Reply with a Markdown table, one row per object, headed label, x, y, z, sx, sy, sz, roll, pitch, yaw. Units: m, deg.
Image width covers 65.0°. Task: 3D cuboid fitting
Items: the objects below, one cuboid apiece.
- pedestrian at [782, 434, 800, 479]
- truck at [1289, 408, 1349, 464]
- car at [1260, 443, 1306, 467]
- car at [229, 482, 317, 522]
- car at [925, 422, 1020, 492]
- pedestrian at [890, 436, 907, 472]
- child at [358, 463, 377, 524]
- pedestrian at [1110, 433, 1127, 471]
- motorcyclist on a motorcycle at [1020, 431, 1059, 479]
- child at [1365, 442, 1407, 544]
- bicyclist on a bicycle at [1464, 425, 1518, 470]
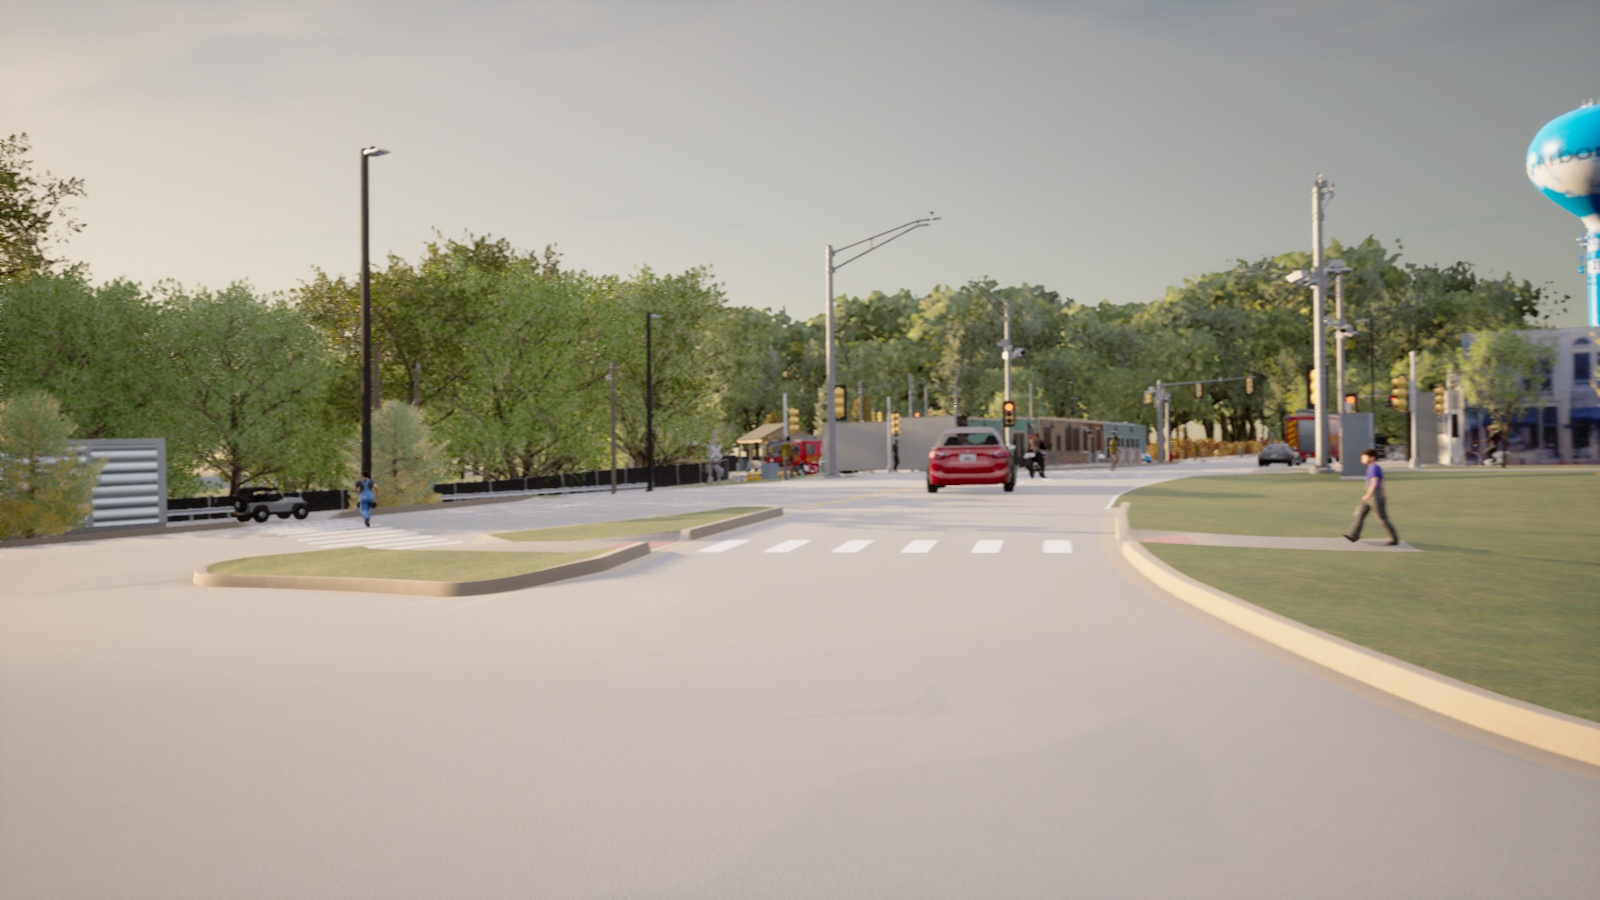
| label | x | y | z | sx | sy | sz | roll | pitch | yaw |
| --- | --- | --- | --- | --- | --- | --- | --- | --- | --- |
| pedestrian | -0.365 | 0.275 | 52.371 | 0.431 | 1.840 | 0.709 | -1 | -1 | 29 |
| truck | 37.369 | -0.967 | 90.249 | 2.891 | 3.827 | 8.468 | -1 | 0 | 30 |
| car | 28.900 | 0.306 | 75.071 | 1.994 | 1.385 | 4.181 | -1 | 0 | 29 |
| car | -28.175 | 2.763 | 67.174 | 1.905 | 1.878 | 3.866 | -1 | 1 | 35 |
| car | 4.606 | 0.132 | 32.902 | 2.242 | 1.667 | 4.611 | -1 | 1 | 10 |
| pedestrian | 5.370 | 0.244 | 68.366 | 0.788 | 1.949 | 0.423 | -1 | -1 | 37 |
| child | -8.993 | 0.896 | 26.108 | 0.270 | 1.263 | 0.437 | 0 | -1 | -33 |
| pedestrian | 15.795 | 0.099 | 62.252 | 0.726 | 1.835 | 0.370 | -1 | -1 | 27 |
| motorcyclist on a motorcycle | 7.862 | 0.157 | 41.126 | 0.797 | 1.523 | 2.044 | -1 | 0 | 23 |
| child | 7.316 | 0.532 | 15.690 | 0.437 | 1.263 | 0.270 | -1 | -1 | 22 |
| bicyclist on a bicycle | 27.434 | -0.085 | 49.866 | 1.843 | 1.776 | 0.659 | -1 | -1 | 34 |
